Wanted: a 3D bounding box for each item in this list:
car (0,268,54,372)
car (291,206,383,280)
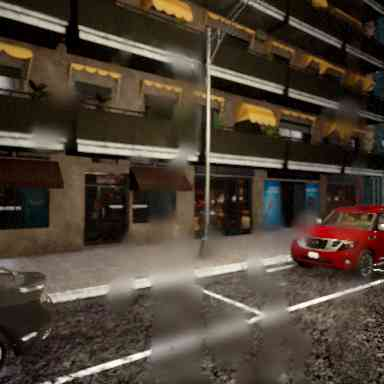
[{"bbox_3d":[-3.937,1.544,3.744,4.403,1.369,2.008,0,0,-35],"label":"car"},{"bbox_3d":[5.284,1.374,10.318,5.009,1.841,2.192,0,0,-35],"label":"car"}]
